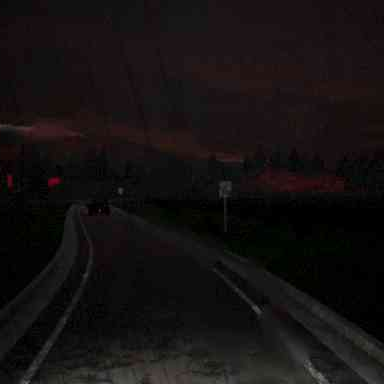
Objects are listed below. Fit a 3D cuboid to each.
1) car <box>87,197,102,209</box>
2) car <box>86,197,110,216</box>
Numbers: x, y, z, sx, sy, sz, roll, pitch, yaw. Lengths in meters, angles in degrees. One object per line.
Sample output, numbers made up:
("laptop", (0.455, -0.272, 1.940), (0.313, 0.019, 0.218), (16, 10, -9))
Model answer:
("car", (-13.227, 1.450, 44.840), (1.812, 1.442, 4.674), (0, 0, -17))
("car", (-9.014, 1.435, 32.155), (2.128, 1.511, 4.902), (0, 0, -18))
